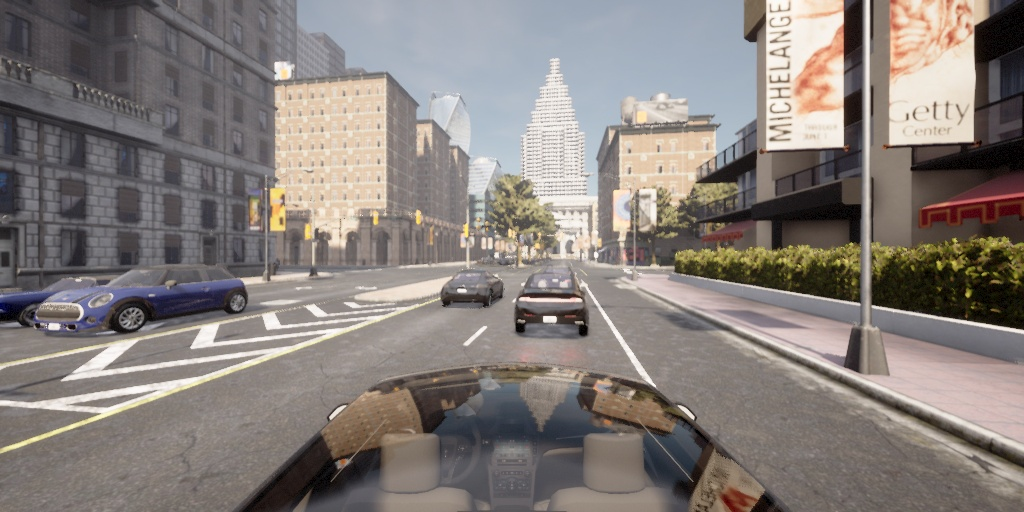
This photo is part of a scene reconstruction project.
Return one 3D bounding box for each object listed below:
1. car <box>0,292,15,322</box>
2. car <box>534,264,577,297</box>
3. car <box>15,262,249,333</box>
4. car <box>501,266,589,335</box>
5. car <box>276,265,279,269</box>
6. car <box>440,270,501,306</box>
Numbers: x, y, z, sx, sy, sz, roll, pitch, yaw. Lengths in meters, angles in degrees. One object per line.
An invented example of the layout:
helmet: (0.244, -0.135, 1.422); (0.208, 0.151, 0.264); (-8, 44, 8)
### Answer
car: (-13.974, 1.333, 11.705); (1.895, 1.301, 4.718); (0, 0, 9)
car: (2.605, 1.250, 20.184); (2.033, 1.411, 5.357); (0, 0, 11)
car: (-10.574, 1.085, 10.753); (2.097, 1.767, 4.553); (0, 0, 9)
car: (1.212, 1.218, 10.534); (2.128, 1.511, 4.902); (0, 0, 8)
car: (-31.838, 1.162, 44.949); (4.892, 1.490, 1.837); (0, 0, 8)
car: (-1.587, 1.280, 15.548); (1.994, 1.385, 4.181); (0, 0, 8)
